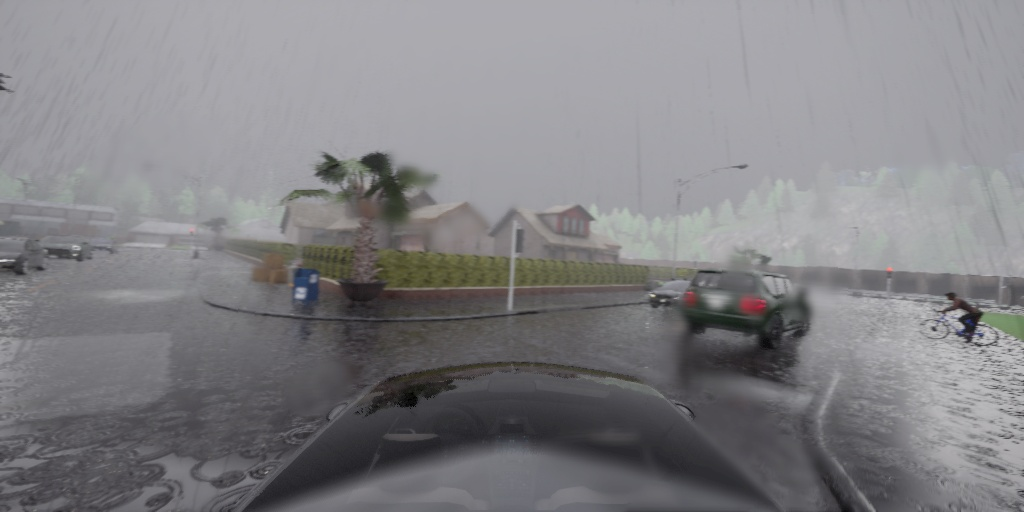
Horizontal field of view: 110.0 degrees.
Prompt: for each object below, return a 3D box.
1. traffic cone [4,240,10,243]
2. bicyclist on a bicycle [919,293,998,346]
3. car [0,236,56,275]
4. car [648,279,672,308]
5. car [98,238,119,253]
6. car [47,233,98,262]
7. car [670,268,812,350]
[{"bbox_3d":[-43.680,-1.013,30.788,0.344,0.586,0.344,0,0,-43],"label":"traffic cone"},{"bbox_3d":[14.700,2.052,11.832,0.582,1.620,1.656,4,-1,-43],"label":"bicyclist on a bicycle"},{"bbox_3d":[-21.639,-0.043,15.230,1.837,1.490,4.892,4,0,-43],"label":"car"},{"bbox_3d":[8.489,1.843,17.520,4.892,1.490,1.837,4,0,-43],"label":"car"},{"bbox_3d":[-39.679,-1.050,34.798,2.033,1.411,5.357,4,0,-42],"label":"car"},{"bbox_3d":[-28.937,-0.621,23.137,2.097,1.767,4.553,4,0,-43],"label":"car"},{"bbox_3d":[7.382,1.466,11.071,5.566,2.045,2.150,4,0,-40],"label":"car"}]
